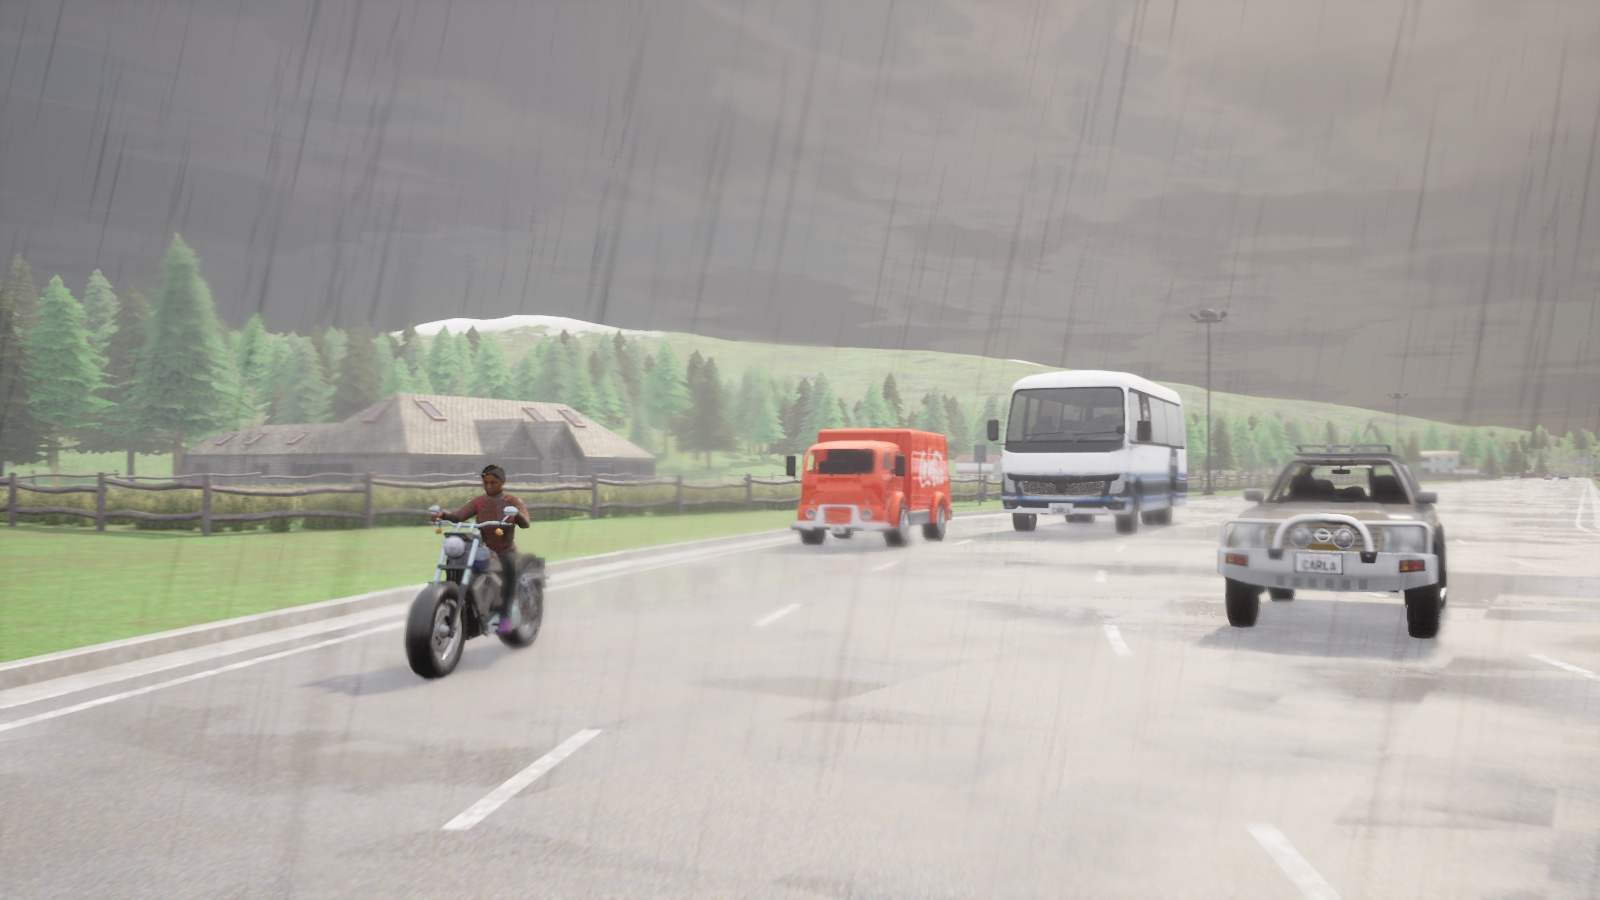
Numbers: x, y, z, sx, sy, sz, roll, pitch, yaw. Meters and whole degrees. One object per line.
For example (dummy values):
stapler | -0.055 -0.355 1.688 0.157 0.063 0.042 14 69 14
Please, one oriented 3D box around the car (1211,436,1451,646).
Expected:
car | 5.888 0.841 13.570 1.932 1.855 4.605 -1 -1 29

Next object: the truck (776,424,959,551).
truck | 1.619 0.779 27.241 2.627 2.467 5.204 -1 -1 19

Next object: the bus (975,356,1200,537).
bus | 8.356 0.000 34.987 3.944 4.253 10.273 -1 -1 25

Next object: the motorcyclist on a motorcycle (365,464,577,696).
motorcyclist on a motorcycle | -2.573 0.943 10.180 0.766 1.649 2.350 0 -1 9
